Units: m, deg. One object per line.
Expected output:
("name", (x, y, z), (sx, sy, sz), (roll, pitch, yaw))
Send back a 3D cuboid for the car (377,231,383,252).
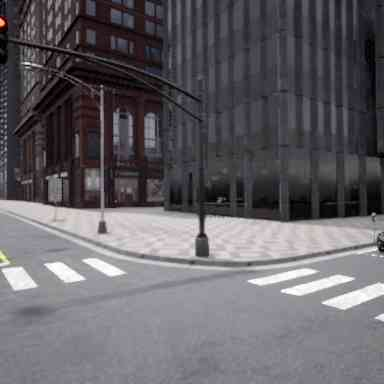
("car", (9.026, 1.629, 13.097), (4.313, 1.339, 1.947), (0, -1, -35))
